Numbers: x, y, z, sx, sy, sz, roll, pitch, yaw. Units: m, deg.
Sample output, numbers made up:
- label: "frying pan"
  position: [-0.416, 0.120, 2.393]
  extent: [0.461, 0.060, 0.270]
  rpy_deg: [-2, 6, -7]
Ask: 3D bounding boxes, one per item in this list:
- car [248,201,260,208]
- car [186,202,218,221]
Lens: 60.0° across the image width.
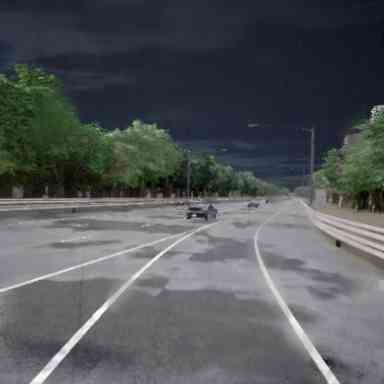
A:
- label: "car"
  position: [11.748, 2.259, 62.627]
  extent: [1.895, 1.301, 4.718]
  rpy_deg: [2, 0, 18]
- label: "car"
  position: [0.913, 1.650, 28.657]
  extent: [1.837, 1.490, 4.892]
  rpy_deg: [2, 0, 18]
